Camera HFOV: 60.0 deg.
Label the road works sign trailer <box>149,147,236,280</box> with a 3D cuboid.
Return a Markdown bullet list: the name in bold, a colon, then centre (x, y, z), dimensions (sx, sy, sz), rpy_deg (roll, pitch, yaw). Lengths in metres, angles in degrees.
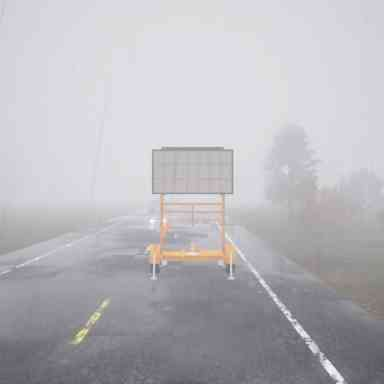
- **road works sign trailer**: centre (0.019, 0.465, 9.955), dimensions (2.380, 3.560, 2.880), rpy_deg (0, 0, 0)

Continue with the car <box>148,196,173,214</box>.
- **car**: centre (-3.433, 1.505, 34.894), dimensions (2.128, 1.511, 4.902), rpy_deg (0, 0, 0)

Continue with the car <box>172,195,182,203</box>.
- **car**: centre (-3.376, 1.521, 64.588), dimensions (1.882, 1.535, 5.008), rpy_deg (0, 0, 0)
